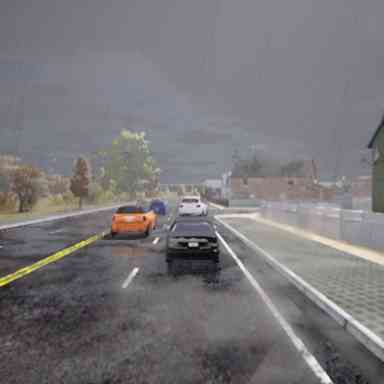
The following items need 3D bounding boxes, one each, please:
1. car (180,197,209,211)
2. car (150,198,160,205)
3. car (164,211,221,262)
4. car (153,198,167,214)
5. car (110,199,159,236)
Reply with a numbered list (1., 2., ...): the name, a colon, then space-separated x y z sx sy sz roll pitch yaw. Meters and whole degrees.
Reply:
1. car: 0.270 1.495 33.225 2.150 2.045 5.566 -1 -1 10
2. car: -8.570 2.172 77.575 1.994 1.385 4.181 0 0 -2
3. car: 0.003 1.655 12.536 2.033 1.411 5.357 0 0 -1
4. car: -3.911 1.796 38.385 1.882 1.535 5.008 0 0 -2
5. car: -3.377 1.521 19.787 2.097 1.767 4.553 0 0 -1
